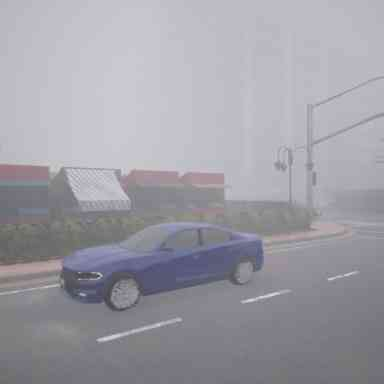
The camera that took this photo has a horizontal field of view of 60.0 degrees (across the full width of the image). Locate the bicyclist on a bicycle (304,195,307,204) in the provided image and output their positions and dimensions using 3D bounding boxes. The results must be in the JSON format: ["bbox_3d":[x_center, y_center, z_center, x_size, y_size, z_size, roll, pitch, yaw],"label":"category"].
[{"bbox_3d":[15.497,1.246,44.900,1.656,1.620,0.582,0,0,-36],"label":"bicyclist on a bicycle"}]

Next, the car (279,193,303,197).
[{"bbox_3d":[16.573,1.114,57.383,1.905,1.878,3.866,0,0,-36],"label":"car"}]

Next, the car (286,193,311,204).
[{"bbox_3d":[18.964,1.114,59.095,1.905,1.878,3.866,0,0,-36],"label":"car"}]

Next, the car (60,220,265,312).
[{"bbox_3d":[-0.467,1.477,7.903,5.008,1.535,1.882,0,0,-35],"label":"car"}]

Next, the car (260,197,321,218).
[{"bbox_3d":[8.520,1.436,28.149,2.128,1.511,4.902,0,0,-36],"label":"car"}]

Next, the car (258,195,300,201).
[{"bbox_3d":[8.359,1.423,34.333,1.882,1.535,5.008,0,1,-36],"label":"car"}]
